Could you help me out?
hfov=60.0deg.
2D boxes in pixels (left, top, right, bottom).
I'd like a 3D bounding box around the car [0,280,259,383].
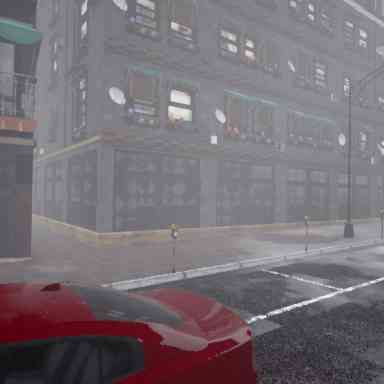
[{"bbox_3d":[-1.765,1.477,2.119,5.008,1.535,1.882,0,0,-35],"label":"car"}]
